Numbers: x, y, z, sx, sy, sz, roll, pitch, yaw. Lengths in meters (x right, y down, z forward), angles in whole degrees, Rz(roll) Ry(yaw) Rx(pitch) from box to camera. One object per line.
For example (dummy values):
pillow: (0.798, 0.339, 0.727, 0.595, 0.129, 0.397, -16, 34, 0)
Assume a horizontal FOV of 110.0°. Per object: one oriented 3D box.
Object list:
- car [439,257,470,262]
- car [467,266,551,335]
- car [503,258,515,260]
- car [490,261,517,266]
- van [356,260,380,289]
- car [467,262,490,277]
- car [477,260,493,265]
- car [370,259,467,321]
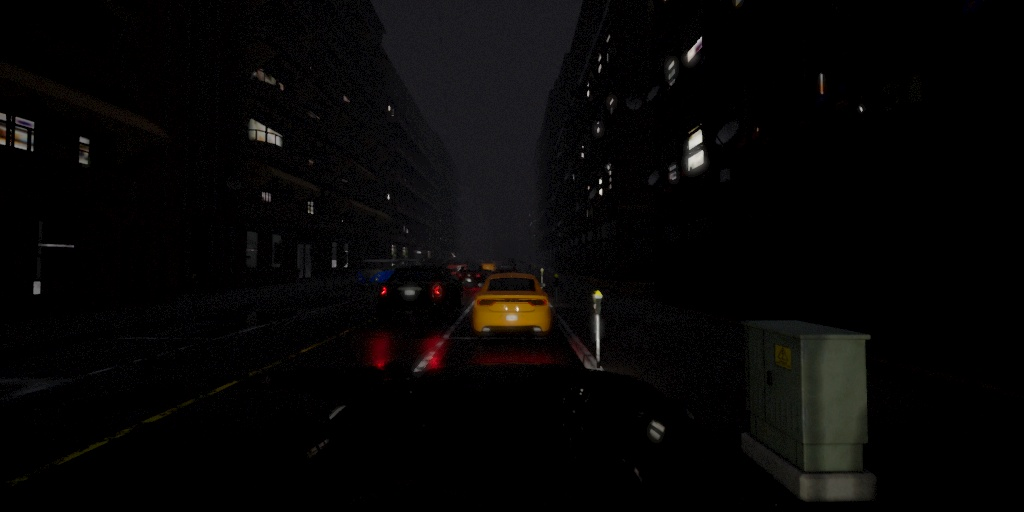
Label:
car: (-5.839, 1.146, 36.397, 2.097, 1.767, 4.553, 0, 0, 0)
car: (-0.001, 1.232, 10.501, 1.882, 1.535, 5.008, 0, 0, 0)
car: (-0.428, 1.239, 39.132, 1.967, 1.591, 4.097, 0, 0, 0)
car: (-0.441, 1.322, 28.071, 1.888, 1.381, 4.507, 0, 0, 0)
van: (-8.326, 1.108, 22.605, 1.690, 1.789, 3.998, 0, 0, 0)
car: (-2.930, 1.375, 26.853, 1.895, 1.301, 4.718, 0, 0, 0)
car: (-2.912, 1.292, 45.354, 1.882, 1.535, 5.008, 0, 0, 0)
car: (-3.016, 1.109, 12.695, 2.097, 1.767, 4.553, 0, 0, 0)
